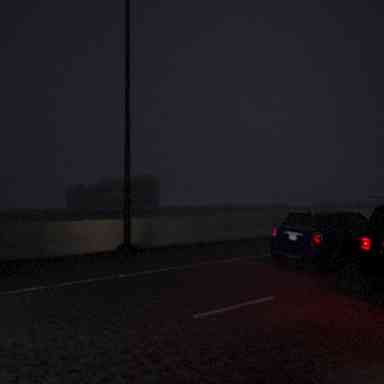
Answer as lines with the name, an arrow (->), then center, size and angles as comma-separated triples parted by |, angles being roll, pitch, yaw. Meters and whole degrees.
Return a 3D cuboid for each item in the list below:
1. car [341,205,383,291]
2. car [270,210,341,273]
car -> 6.183, 1.239, 7.683 | 5.566, 2.045, 2.150 | 0, 0, -32
car -> 4.770, 1.364, 10.888 | 4.553, 1.767, 2.097 | 0, 0, -32
